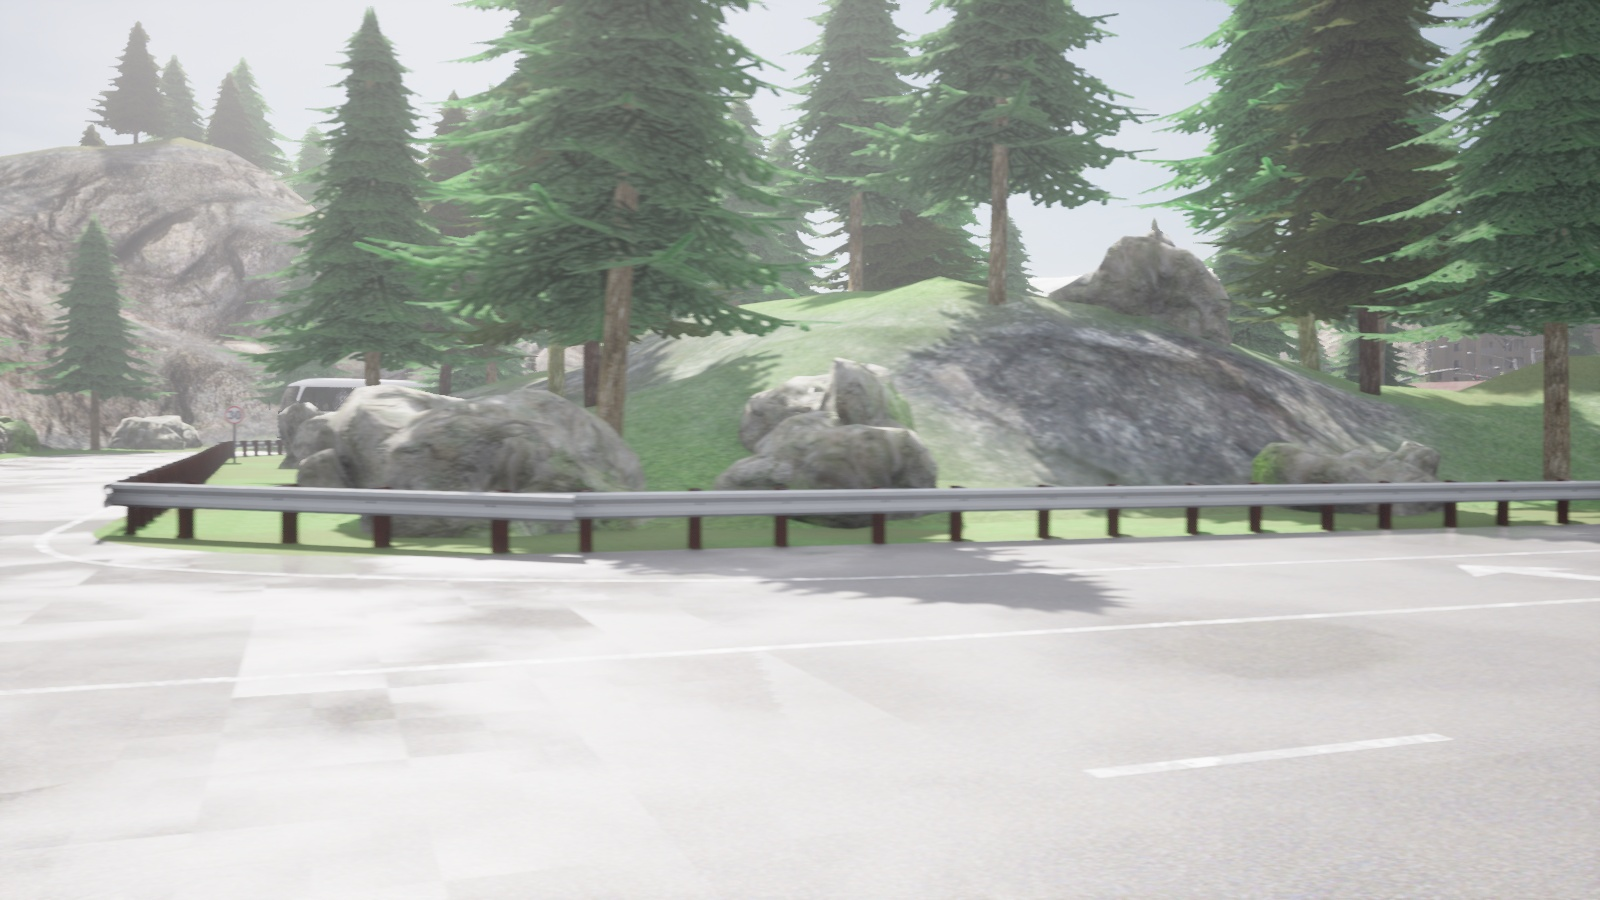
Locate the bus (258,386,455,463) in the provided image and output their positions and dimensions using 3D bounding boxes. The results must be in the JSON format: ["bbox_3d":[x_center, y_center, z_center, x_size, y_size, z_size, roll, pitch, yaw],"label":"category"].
[{"bbox_3d":[-26.239,-1.524,74.648,10.273,4.253,3.944,-2,1,-37],"label":"bus"}]
